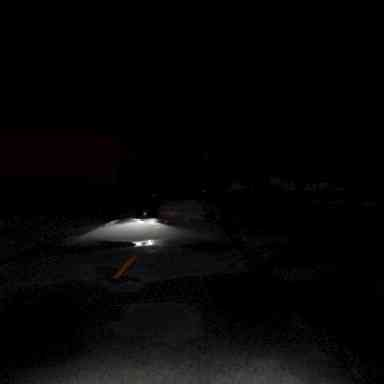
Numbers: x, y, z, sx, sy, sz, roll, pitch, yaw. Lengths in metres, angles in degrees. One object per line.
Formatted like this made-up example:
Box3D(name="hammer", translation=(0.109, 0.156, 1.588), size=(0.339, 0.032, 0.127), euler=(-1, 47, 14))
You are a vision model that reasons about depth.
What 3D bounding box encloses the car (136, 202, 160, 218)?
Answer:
Box3D(name="car", translation=(-4.241, 1.711, 32.439), size=(2.128, 1.511, 4.902), euler=(0, 0, 0))
